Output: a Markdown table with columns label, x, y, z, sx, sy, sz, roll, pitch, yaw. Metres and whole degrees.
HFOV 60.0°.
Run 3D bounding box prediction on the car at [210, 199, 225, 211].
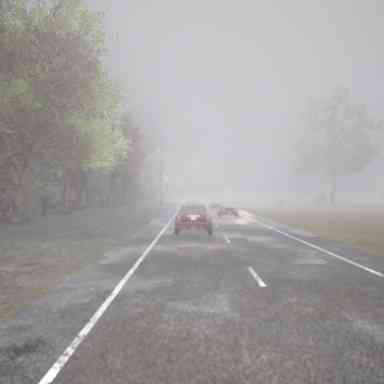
| label | x | y | z | sx | sy | sz | roll | pitch | yaw |
| --- | --- | --- | --- | --- | --- | --- | --- | --- | --- |
| car | 3.495 | 1.792 | 46.390 | 1.812 | 1.442 | 4.674 | 0 | 0 | 1 |

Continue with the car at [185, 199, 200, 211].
| label | x | y | z | sx | sy | sz | roll | pitch | yaw |
| --- | --- | --- | --- | --- | --- | --- | --- | --- | --- |
| car | 0.058 | 1.749 | 46.728 | 1.882 | 1.535 | 5.008 | 0 | 0 | 0 |

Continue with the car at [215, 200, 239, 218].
| label | x | y | z | sx | sy | sz | roll | pitch | yaw |
| --- | --- | --- | --- | --- | --- | --- | --- | --- | --- |
| car | 3.473 | 1.716 | 32.945 | 1.812 | 1.442 | 4.674 | 0 | 0 | 0 |

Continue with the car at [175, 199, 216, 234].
| label | x | y | z | sx | sy | sz | roll | pitch | yaw |
| --- | --- | --- | --- | --- | --- | --- | --- | --- | --- |
| car | 0.082 | 1.473 | 20.220 | 2.097 | 1.767 | 4.553 | 0 | 0 | 0 |
